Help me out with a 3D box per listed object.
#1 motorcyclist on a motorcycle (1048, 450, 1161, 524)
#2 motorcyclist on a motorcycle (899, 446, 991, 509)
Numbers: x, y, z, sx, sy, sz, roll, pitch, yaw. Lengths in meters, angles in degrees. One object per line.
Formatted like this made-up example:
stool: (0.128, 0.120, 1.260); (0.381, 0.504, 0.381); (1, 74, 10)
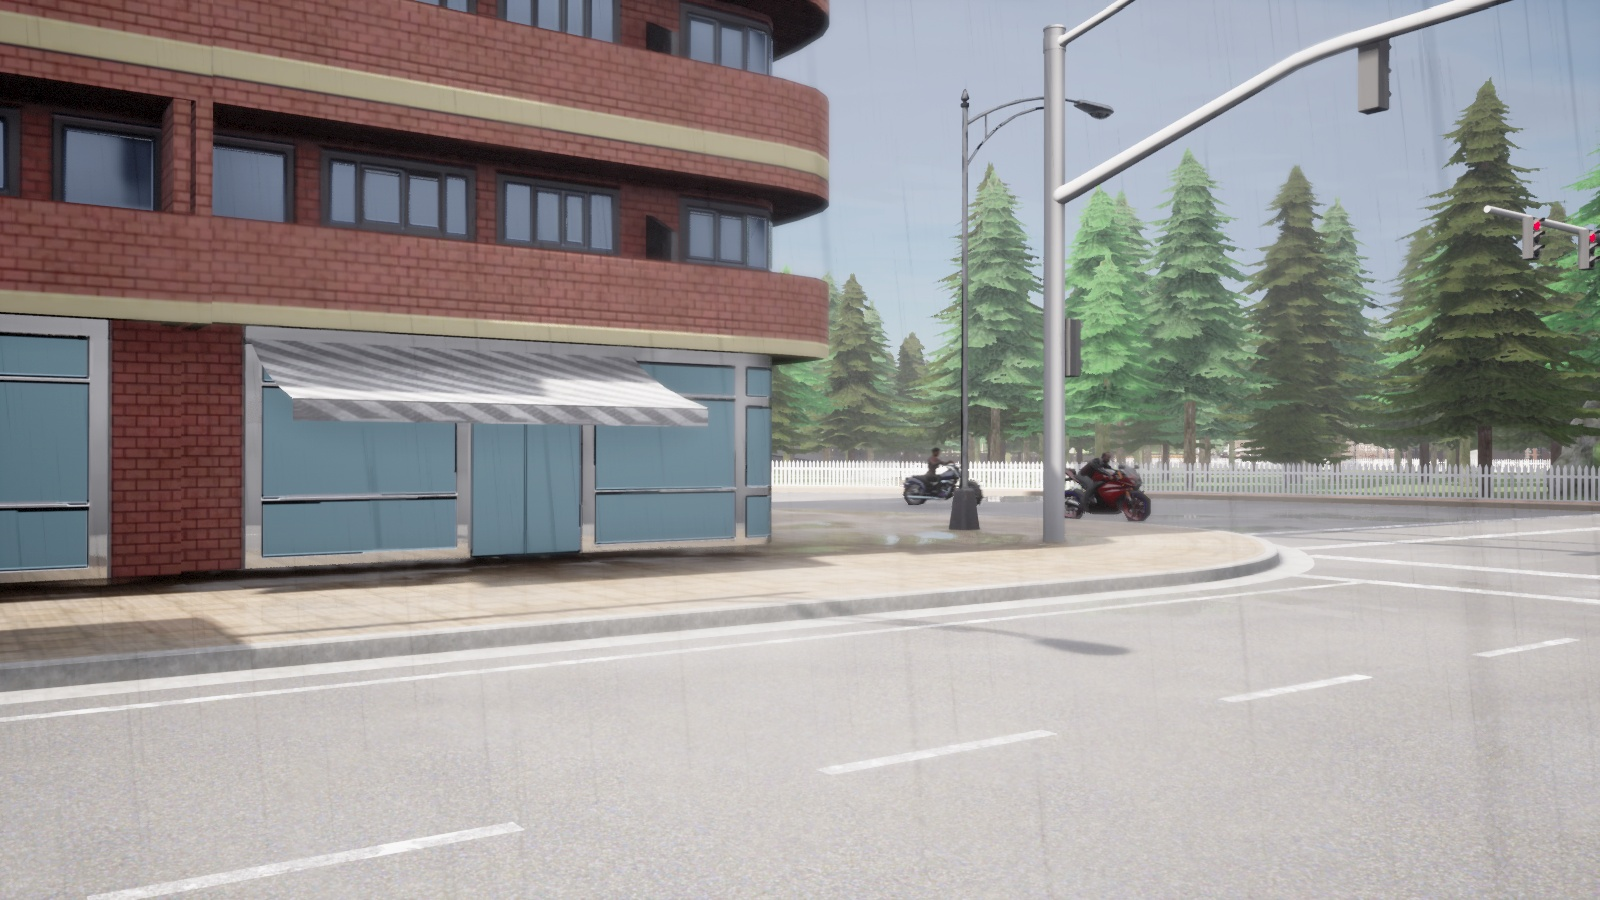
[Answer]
motorcyclist on a motorcycle: (6.554, 0.777, 27.114); (2.191, 1.530, 0.866); (-1, -1, 42)
motorcyclist on a motorcycle: (3.873, 0.714, 33.669); (2.350, 1.649, 0.766); (0, 0, 33)
